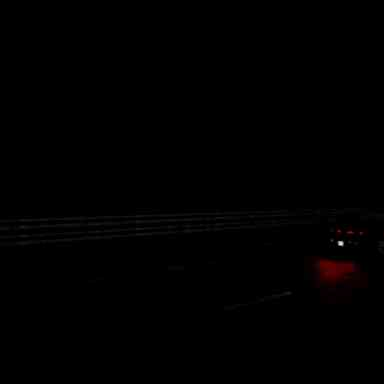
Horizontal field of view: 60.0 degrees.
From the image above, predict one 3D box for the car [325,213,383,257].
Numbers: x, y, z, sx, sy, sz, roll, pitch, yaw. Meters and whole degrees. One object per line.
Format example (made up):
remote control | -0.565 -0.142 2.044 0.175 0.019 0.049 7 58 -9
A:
car | 7.355 1.628 13.391 4.892 1.490 1.837 1 -1 -35
